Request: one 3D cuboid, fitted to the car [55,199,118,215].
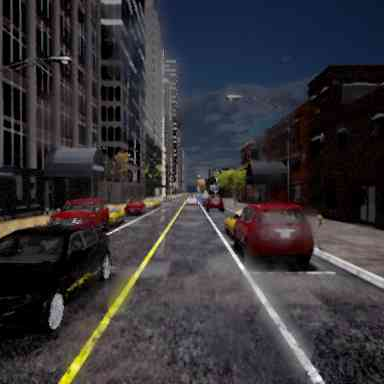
[{"bbox_3d":[-5.707,1.324,17.427,2.192,1.841,5.009,-1,0,0],"label":"car"}]

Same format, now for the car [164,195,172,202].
[{"bbox_3d":[-5.709,1.480,78.311,1.967,1.590,4.097,-1,0,0],"label":"car"}]

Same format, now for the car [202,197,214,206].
[{"bbox_3d":[2.675,1.611,56.159,1.802,1.307,4.206,-1,0,0],"label":"car"}]

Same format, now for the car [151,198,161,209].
[{"bbox_3d":[-5.706,1.548,44.931,1.752,1.417,4.829,-1,0,0],"label":"car"}]

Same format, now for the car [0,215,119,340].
[{"bbox_3d":[-3.085,1.481,6.935,1.882,1.535,5.008,0,0,0],"label":"car"}]

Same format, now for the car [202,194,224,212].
[{"bbox_3d":[2.672,1.336,39.556,2.192,1.841,5.009,-1,0,0],"label":"car"}]

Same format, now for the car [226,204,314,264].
[{"bbox_3d":[2.674,1.322,11.883,2.192,1.841,5.009,-1,0,0],"label":"car"}]

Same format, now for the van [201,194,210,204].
[{"bbox_3d":[2.670,1.376,67.228,1.690,1.788,3.998,-1,0,0],"label":"van"}]

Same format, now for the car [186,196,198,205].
[{"bbox_3d":[-0.004,1.555,57.409,1.812,1.442,4.674,0,0,0],"label":"car"}]

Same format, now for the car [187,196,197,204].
[{"bbox_3d":[-0.005,1.509,67.695,2.128,1.511,4.902,0,0,0],"label":"car"}]

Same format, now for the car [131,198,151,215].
[{"bbox_3d":[-5.705,1.562,34.031,1.887,1.381,4.507,-1,0,0],"label":"car"}]

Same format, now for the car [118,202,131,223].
[{"bbox_3d":[-5.704,1.537,22.792,1.752,1.417,4.829,-1,0,0],"label":"car"}]

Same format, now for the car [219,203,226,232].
[{"bbox_3d":[2.677,1.535,17.587,1.752,1.417,4.829,-1,0,0],"label":"car"}]
